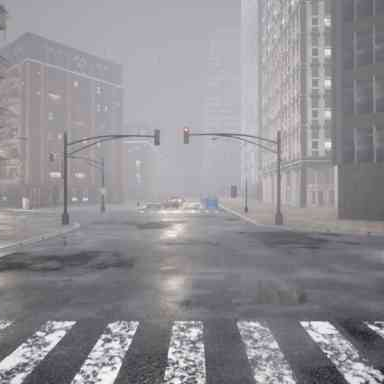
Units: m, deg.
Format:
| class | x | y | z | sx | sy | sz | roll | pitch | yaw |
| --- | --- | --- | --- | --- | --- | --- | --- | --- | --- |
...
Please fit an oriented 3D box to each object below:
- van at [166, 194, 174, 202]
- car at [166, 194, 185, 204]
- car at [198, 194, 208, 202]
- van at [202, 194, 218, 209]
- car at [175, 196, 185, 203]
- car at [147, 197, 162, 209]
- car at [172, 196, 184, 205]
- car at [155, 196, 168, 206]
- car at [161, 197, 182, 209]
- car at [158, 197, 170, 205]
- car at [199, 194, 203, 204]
| class | x | y | z | sx | sy | sz | roll | pitch | yaw |
| --- | --- | --- | --- | --- | --- | --- | --- | --- | --- |
| van | -5.139 | 1.475 | 79.236 | 1.690 | 1.788 | 3.998 | 0 | 0 | 0 |
| car | -2.705 | 1.415 | 54.177 | 2.097 | 1.767 | 4.553 | 0 | 0 | 0 |
| car | 2.752 | 1.468 | 84.773 | 2.192 | 1.841 | 5.009 | 0 | 0 | 0 |
| van | 2.669 | 1.387 | 45.905 | 1.690 | 1.788 | 3.998 | 0 | 0 | 0 |
| car | -2.589 | 1.669 | 73.899 | 1.994 | 1.385 | 4.181 | 0 | 0 | 0 |
| car | -5.212 | 1.571 | 45.752 | 1.752 | 1.417 | 4.829 | 0 | 0 | 0 |
| car | -2.657 | 1.580 | 64.017 | 2.128 | 1.511 | 4.902 | 0 | 0 | 1 |
| car | -5.188 | 1.510 | 57.028 | 1.967 | 1.590 | 4.097 | 0 | 0 | 0 |
| car | -2.730 | 1.645 | 45.051 | 1.895 | 1.301 | 4.718 | 0 | 0 | 0 |
| car | -5.176 | 1.651 | 62.580 | 1.947 | 1.339 | 4.313 | 0 | 0 | 0 |
| car | 2.716 | 1.645 | 68.114 | 1.887 | 1.381 | 4.507 | 0 | 0 | 0 |
